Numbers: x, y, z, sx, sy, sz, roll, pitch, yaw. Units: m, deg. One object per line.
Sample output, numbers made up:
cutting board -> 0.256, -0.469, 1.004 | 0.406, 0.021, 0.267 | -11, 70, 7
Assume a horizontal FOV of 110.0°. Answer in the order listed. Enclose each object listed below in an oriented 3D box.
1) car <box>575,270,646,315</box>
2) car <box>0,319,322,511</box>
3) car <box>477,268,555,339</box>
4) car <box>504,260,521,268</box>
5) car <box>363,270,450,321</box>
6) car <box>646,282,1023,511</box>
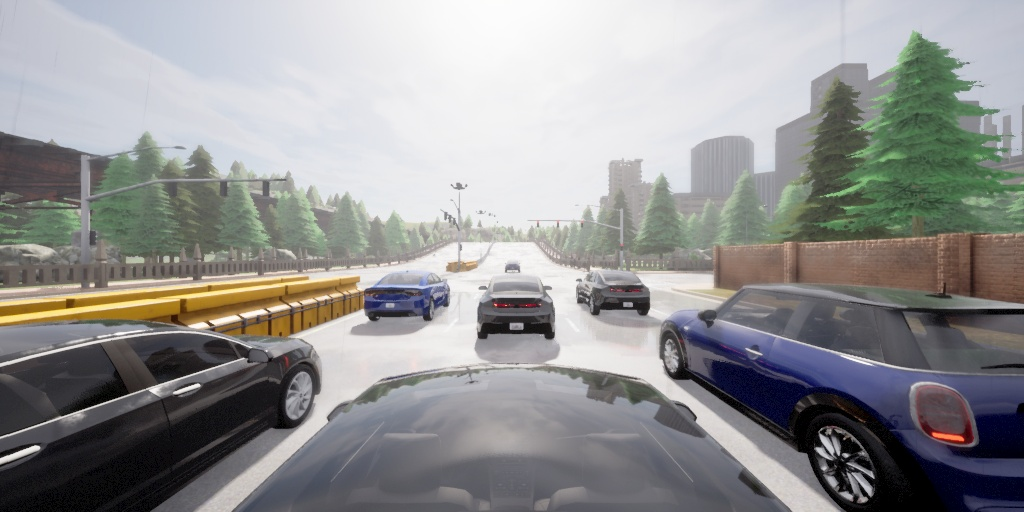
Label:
car -> 3.616, 1.255, 13.491 | 1.837, 1.490, 4.892 | 0, 0, 1
car -> -3.400, 1.255, 2.750 | 1.837, 1.490, 4.892 | 0, 0, 0
car -> 0.097, 1.255, 10.057 | 1.837, 1.490, 4.892 | 0, 0, 0
car -> 0.076, 1.276, 44.978 | 1.812, 1.442, 4.674 | 0, 0, 0
car -> -3.402, 1.228, 12.480 | 1.882, 1.535, 5.008 | 0, 0, 0
car -> 3.601, 1.102, 4.406 | 2.097, 1.767, 4.553 | 0, 0, 0
